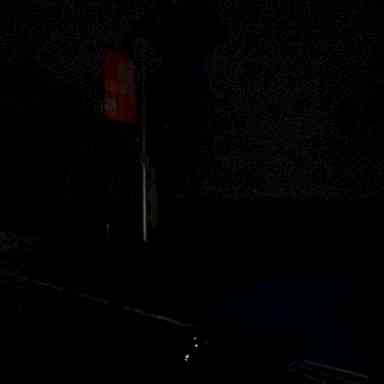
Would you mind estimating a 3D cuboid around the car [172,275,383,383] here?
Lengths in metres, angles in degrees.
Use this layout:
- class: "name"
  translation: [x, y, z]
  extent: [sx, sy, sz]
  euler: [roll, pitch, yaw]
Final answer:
- class: "car"
  translation: [2.487, 1.220, 1.912]
  extent: [5.566, 2.045, 2.150]
  euler: [0, 0, 36]
